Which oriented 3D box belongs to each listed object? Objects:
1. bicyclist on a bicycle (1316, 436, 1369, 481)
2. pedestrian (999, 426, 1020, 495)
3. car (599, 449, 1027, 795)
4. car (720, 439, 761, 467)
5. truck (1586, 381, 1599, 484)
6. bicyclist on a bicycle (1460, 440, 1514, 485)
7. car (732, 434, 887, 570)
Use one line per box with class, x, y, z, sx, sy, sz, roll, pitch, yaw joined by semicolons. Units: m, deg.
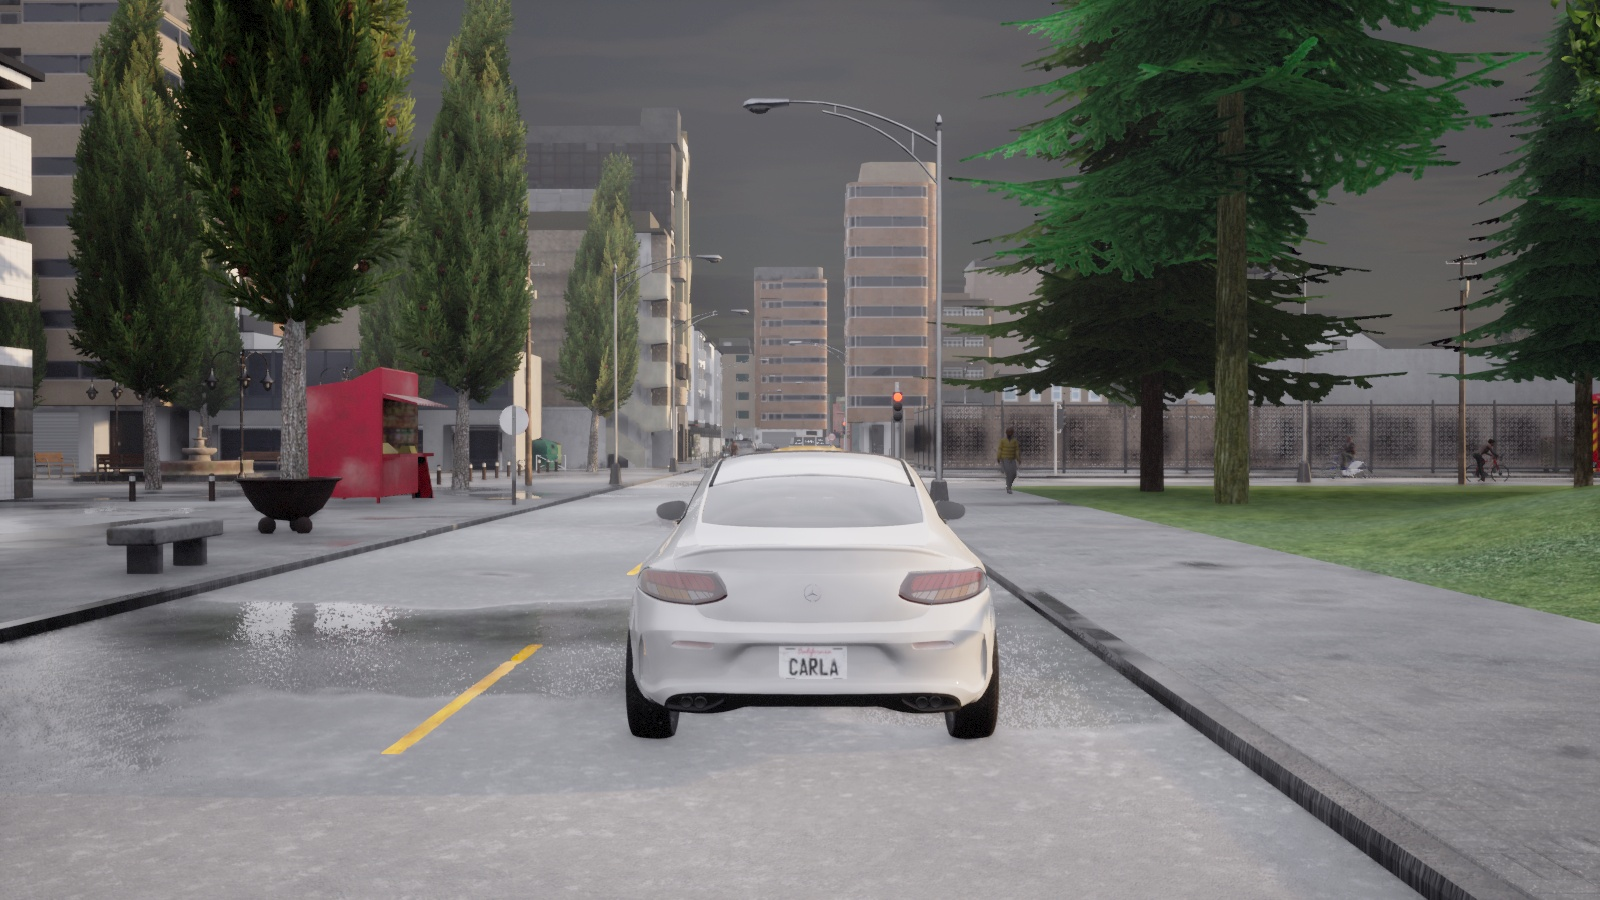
bicyclist on a bicycle;21.808;0.349;50.521;1.843;1.776;0.659;0;0;0
pedestrian;5.615;0.270;33.733;0.370;1.835;0.726;0;0;-6
car;0.067;0.729;7.659;1.812;1.442;4.674;0;0;0
car;-3.567;0.159;75.994;2.242;1.667;4.611;0;0;0
truck;34.180;-0.653;46.429;8.468;3.827;2.891;0;0;-1
bicyclist on a bicycle;25.440;0.457;46.501;1.656;1.620;0.582;0;0;0
car;0.130;0.588;17.254;1.801;1.575;5.366;0;0;0
